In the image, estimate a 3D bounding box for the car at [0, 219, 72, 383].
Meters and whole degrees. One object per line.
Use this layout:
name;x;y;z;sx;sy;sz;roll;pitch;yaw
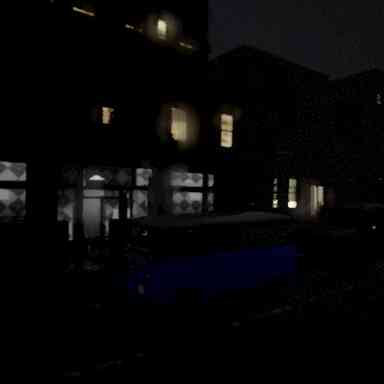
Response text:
car;-3.965;1.318;3.705;5.009;1.841;2.192;0;1;-36

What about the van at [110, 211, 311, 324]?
van;0.432;1.329;6.853;3.998;1.788;1.690;0;1;-36

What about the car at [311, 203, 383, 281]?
car;4.829;1.288;9.999;5.009;1.841;2.192;0;1;-36
